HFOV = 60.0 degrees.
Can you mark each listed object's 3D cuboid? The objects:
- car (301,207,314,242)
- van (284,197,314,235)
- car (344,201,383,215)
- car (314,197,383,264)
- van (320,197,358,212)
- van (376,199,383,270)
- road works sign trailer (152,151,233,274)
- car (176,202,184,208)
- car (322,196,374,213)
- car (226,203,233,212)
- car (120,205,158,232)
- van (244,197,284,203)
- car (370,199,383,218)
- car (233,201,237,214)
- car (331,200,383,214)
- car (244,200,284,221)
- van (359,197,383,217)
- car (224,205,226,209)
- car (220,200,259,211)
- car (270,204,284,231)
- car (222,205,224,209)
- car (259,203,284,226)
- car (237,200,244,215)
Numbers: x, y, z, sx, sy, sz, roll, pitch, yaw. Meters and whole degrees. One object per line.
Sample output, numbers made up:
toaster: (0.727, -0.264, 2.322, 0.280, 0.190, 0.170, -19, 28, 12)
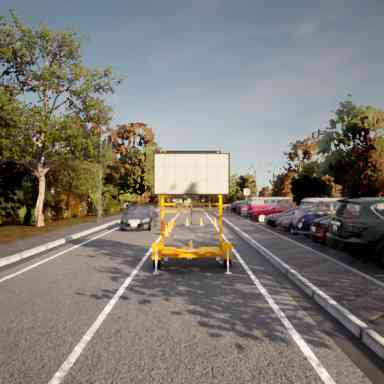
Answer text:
car: (7.100, 1.501, 13.007, 4.792, 1.488, 2.163, 0, 0, 0)
van: (6.959, 1.281, 15.793, 4.442, 1.987, 1.878, 0, -1, 0)
car: (20.193, 1.790, 37.762, 4.892, 1.521, 2.231, 0, -1, 0)
car: (7.093, 1.200, 10.256, 5.566, 2.045, 2.435, 0, 0, 0)
van: (20.333, 1.696, 46.192, 4.442, 1.987, 1.878, 0, -1, 0)
van: (6.943, 1.234, 7.481, 4.442, 1.987, 1.878, 0, 0, 0)
road works sign trailer: (-0.016, 0.492, 10.602, 2.380, 3.560, 2.880, 0, 0, -1)
car: (-3.134, 3.543, 90.680, 2.097, 1.767, 4.553, 0, -3, 0)
car: (20.238, 1.616, 43.301, 5.566, 2.045, 2.435, 0, -1, 0)
car: (7.091, 1.541, 38.000, 5.566, 2.045, 2.435, 0, -1, 0)
car: (-3.233, 1.595, 21.008, 2.128, 1.511, 4.902, 0, -1, 0)
van: (7.220, 1.460, 29.672, 4.442, 1.987, 1.878, 0, -1, 0)
car: (20.157, 1.592, 32.223, 4.553, 1.767, 2.185, 0, -1, 0)
car: (7.144, 1.786, 35.220, 4.792, 1.488, 2.163, 0, -1, 0)
car: (20.020, 1.823, 40.529, 5.366, 1.575, 1.946, 0, -1, 0)
car: (7.103, 1.650, 26.893, 5.008, 1.535, 2.097, 0, -1, 0)
van: (20.310, 1.527, 34.994, 4.442, 1.987, 1.878, 0, -1, 0)
car: (7.137, 1.874, 43.545, 5.008, 1.535, 2.097, 0, -1, 0)
car: (6.956, 1.981, 49.085, 5.366, 1.575, 1.946, 0, -1, 0)
car: (7.084, 1.583, 18.565, 4.674, 1.452, 2.002, 0, -1, 0)
car: (7.142, 1.926, 46.317, 4.892, 1.521, 2.231, 0, -1, 0)
car: (7.057, 1.608, 21.342, 4.792, 1.488, 2.163, 0, -1, 0)
car: (7.111, 1.761, 32.445, 4.674, 1.452, 2.002, 0, -1, 0)
